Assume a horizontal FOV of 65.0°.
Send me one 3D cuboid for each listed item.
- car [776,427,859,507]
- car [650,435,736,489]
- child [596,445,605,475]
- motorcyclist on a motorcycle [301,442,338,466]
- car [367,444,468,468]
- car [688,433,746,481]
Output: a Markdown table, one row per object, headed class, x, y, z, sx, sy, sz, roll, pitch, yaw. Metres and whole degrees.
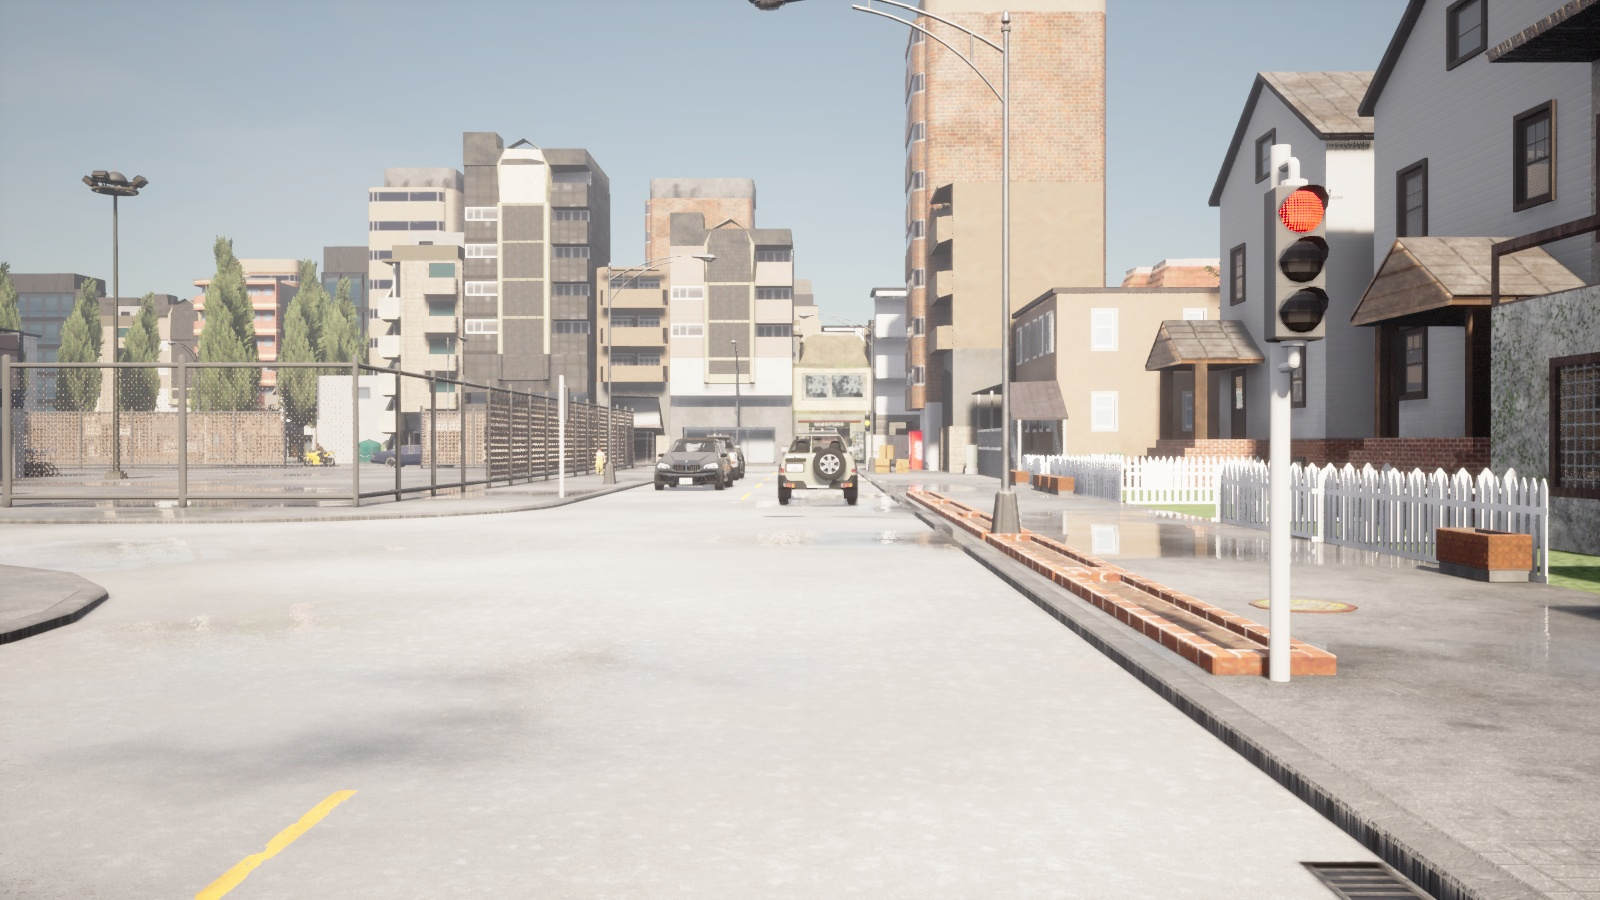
| class | x | y | z | sx | sy | sz | roll | pitch | yaw |
| --- | --- | --- | --- | --- | --- | --- | --- | --- | --- |
| car | 0.441 | 0.385 | 31.601 | 1.932 | 1.855 | 4.605 | 0 | 0 | 1 |
| car | -3.419 | 0.357 | 41.005 | 2.242 | 1.667 | 4.611 | 0 | 0 | 2 |
| child | -8.598 | 0.424 | 54.054 | 0.270 | 1.263 | 0.437 | 0 | 0 | 8 |
| motorcyclist on a motorcycle | -30.227 | 0.258 | 78.965 | 2.044 | 1.523 | 0.797 | 0 | 0 | 1 |
| car | -22.766 | 0.353 | 74.878 | 5.357 | 1.411 | 2.033 | 0 | 0 | 1 |
| car | -3.313 | 0.273 | 50.980 | 1.932 | 1.855 | 4.605 | 0 | 0 | 2 |
